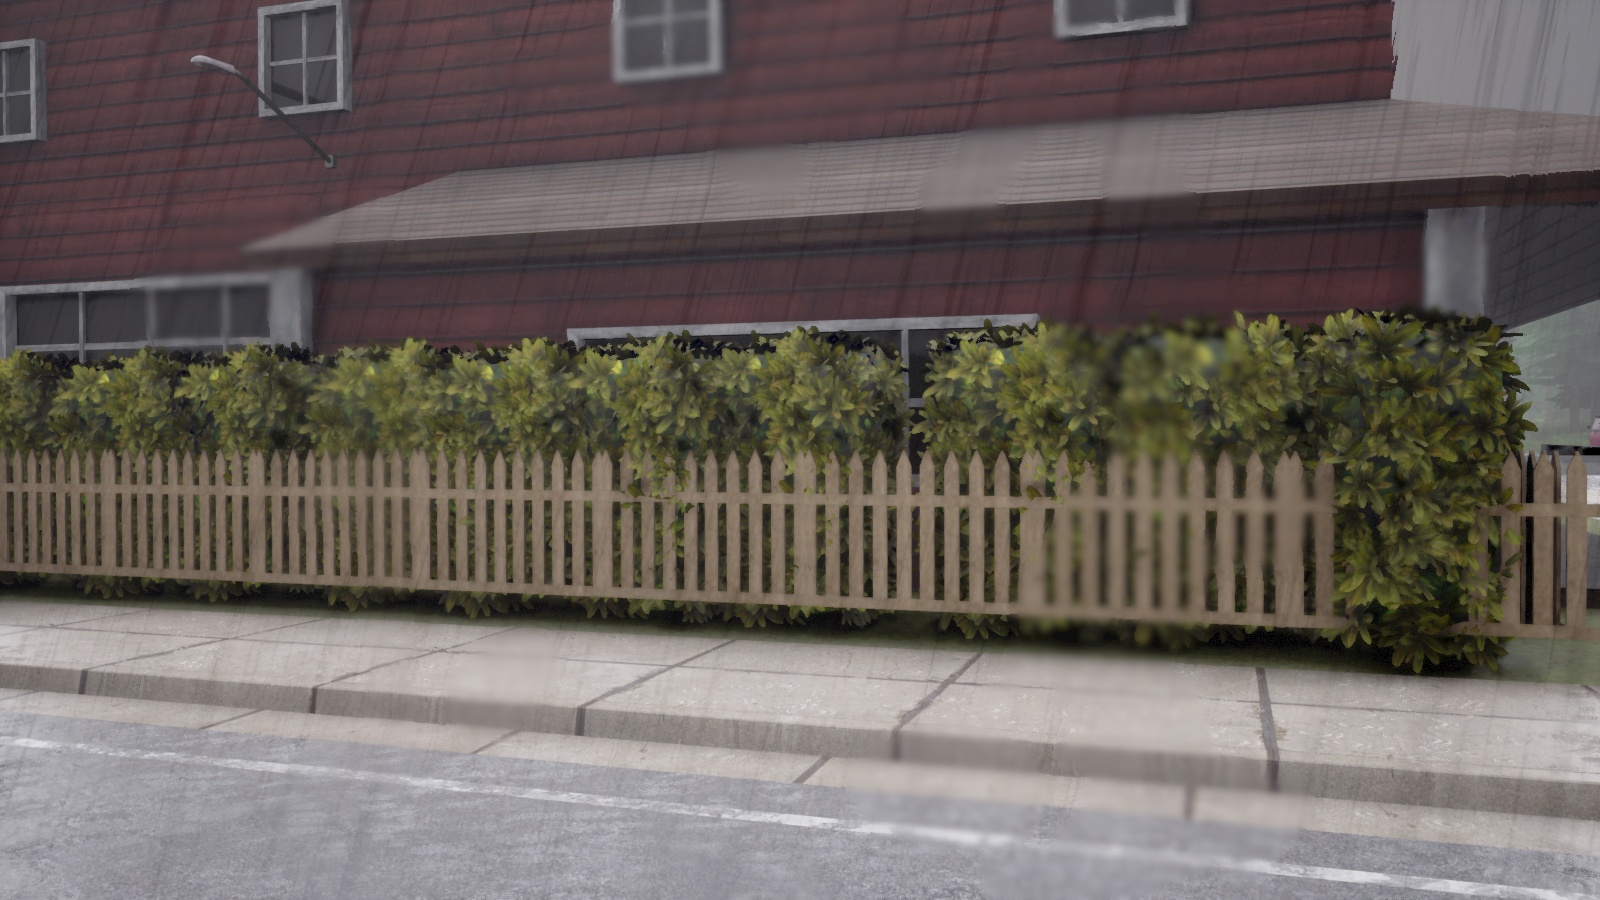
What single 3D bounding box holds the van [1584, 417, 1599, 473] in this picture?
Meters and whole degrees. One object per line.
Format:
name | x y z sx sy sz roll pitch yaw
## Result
van | 29.117 -0.156 44.023 1.775 1.987 4.442 1 1 19
